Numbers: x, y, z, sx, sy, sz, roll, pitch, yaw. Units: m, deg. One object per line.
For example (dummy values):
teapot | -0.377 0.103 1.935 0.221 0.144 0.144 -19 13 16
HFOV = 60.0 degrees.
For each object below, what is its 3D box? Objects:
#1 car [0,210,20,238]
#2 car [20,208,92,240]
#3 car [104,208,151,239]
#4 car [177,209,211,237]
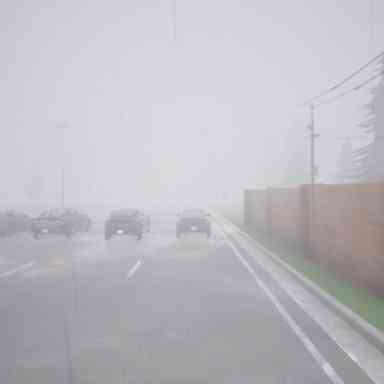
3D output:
car | -10.401 1.711 18.703 1.994 1.385 4.181 0 0 0
car | -6.901 1.634 18.068 2.128 1.511 4.902 0 0 0
car | -3.401 1.648 18.154 1.837 1.490 4.892 0 0 0
car | 0.085 1.676 19.065 1.812 1.442 4.674 0 0 0
